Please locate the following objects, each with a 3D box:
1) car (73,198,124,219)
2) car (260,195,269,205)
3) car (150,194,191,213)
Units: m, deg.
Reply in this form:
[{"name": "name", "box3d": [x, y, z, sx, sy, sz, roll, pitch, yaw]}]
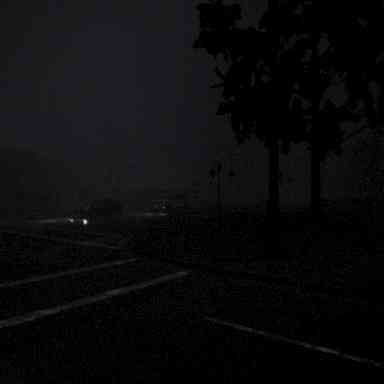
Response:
[{"name": "car", "box3d": [-8.309, 1.358, 29.679, 2.097, 1.767, 4.553, 0, 0, 34]}, {"name": "car", "box3d": [13.790, 1.356, 60.893, 2.097, 1.767, 4.553, 0, 0, 7]}, {"name": "car", "box3d": [-2.365, 1.226, 38.373, 2.150, 2.045, 5.566, 0, 0, 35]}]
